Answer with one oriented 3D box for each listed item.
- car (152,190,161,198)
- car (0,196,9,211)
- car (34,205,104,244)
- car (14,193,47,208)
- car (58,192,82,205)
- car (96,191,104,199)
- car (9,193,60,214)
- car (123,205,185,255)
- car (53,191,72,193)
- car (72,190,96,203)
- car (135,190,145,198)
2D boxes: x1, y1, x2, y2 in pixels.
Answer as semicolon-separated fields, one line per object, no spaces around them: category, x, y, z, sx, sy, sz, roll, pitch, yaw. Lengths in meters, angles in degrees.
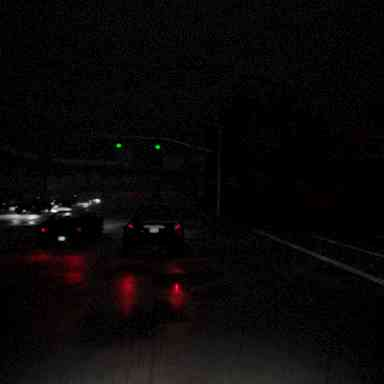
car;-7.666;0.414;71.741;1.882;1.535;5.008;1;1;-6
car;-17.362;1.044;28.719;1.812;1.442;4.674;1;1;-6
car;-5.175;1.463;14.849;1.895;1.301;4.718;1;0;-6
car;-18.253;0.908;37.770;1.812;1.442;4.674;1;1;-5
car;-14.901;1.028;39.391;1.895;1.301;4.718;1;1;-5
car;-16.895;0.580;58.959;1.994;1.385;4.181;1;1;-6
car;-13.963;1.116;29.845;2.033;1.411;5.357;1;1;-6
car;-1.476;1.288;13.158;2.097;1.767;4.553;1;0;-6
car;-19.259;0.686;47.854;2.128;1.511;4.902;1;1;-6
car;-15.869;0.767;49.080;1.812;1.442;4.674;1;1;-6
car;-11.105;0.358;70.983;1.882;1.535;5.008;1;1;-6
